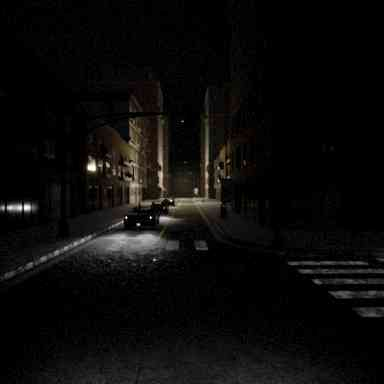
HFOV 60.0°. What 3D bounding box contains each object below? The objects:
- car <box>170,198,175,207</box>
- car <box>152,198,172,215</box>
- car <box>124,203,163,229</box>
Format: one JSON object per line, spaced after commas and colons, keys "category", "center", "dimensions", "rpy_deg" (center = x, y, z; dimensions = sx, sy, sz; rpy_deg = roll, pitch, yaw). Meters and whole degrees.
{"category": "car", "center": [-3.540, 1.535, 49.319], "dimensions": [1.994, 1.385, 4.181], "rpy_deg": [0, 0, 0]}
{"category": "car", "center": [-3.355, 1.587, 33.624], "dimensions": [1.895, 1.301, 4.718], "rpy_deg": [0, 0, -1]}
{"category": "car", "center": [-3.180, 1.595, 21.741], "dimensions": [1.895, 1.301, 4.718], "rpy_deg": [0, 0, -1]}
